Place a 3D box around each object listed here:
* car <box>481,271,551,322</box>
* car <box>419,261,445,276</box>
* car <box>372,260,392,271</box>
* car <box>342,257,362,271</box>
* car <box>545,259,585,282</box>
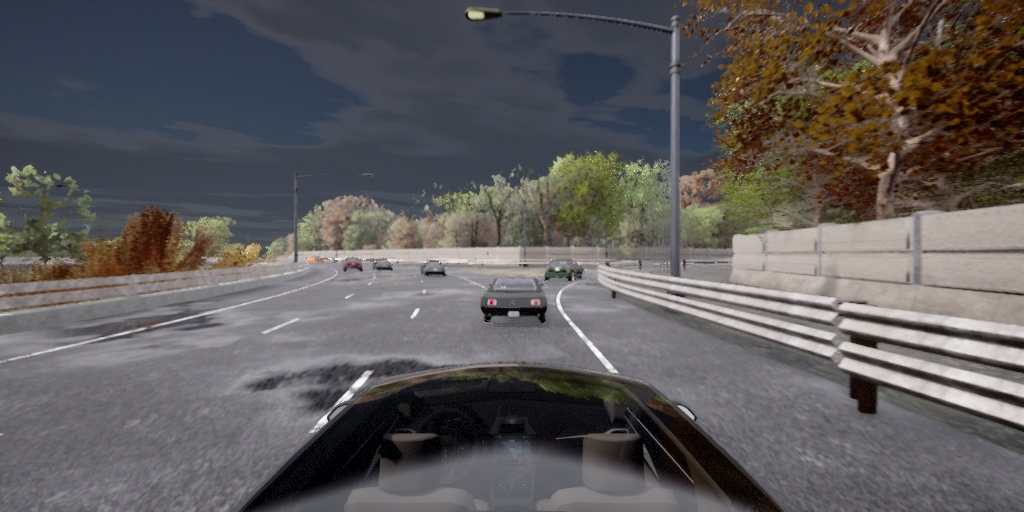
[{"bbox_3d":[0.147,1.307,12.136,1.895,1.301,4.718,0,0,2],"label":"car"},{"bbox_3d":[-7.685,1.179,34.502,1.994,1.385,4.181,0,0,-21],"label":"car"},{"bbox_3d":[-16.747,1.134,46.114,1.994,1.385,4.181,0,0,-28],"label":"car"},{"bbox_3d":[-20.103,0.929,44.938,2.097,1.767,4.553,0,0,-28],"label":"car"},{"bbox_3d":[4.208,0.988,28.040,2.097,1.767,4.553,0,0,25],"label":"car"}]
